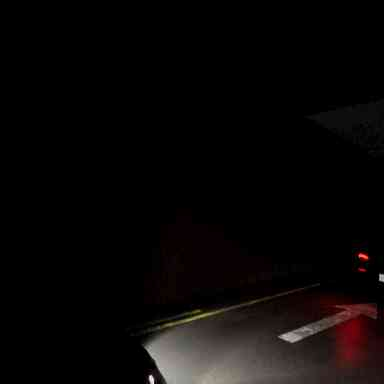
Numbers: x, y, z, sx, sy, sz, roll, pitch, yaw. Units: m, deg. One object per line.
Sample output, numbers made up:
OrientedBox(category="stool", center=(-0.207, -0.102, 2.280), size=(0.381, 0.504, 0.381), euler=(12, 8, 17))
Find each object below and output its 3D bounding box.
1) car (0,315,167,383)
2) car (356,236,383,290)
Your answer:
OrientedBox(category="car", center=(-2.208, 1.564, 2.267), size=(4.181, 1.385, 1.994), euler=(0, 0, -35))
OrientedBox(category="car", center=(5.678, 1.526, 7.819), size=(4.674, 1.442, 1.812), euler=(0, 0, -35))
